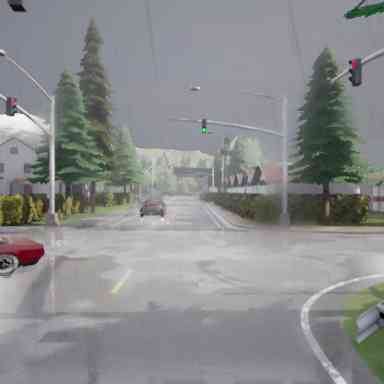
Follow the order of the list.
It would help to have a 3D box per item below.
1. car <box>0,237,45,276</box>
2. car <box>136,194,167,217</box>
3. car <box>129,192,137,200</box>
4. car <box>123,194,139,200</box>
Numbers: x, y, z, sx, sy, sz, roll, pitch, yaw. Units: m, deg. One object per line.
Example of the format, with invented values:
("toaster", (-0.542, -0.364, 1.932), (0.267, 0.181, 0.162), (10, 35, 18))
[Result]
("car", (-6.514, 1.655, 8.566), (4.718, 1.301, 1.895), (0, 0, -39))
("car", (-3.489, 1.315, 30.576), (2.097, 1.767, 4.553), (0, 0, 0))
("car", (-16.748, 1.049, 84.735), (3.866, 1.878, 1.905), (0, 0, 0))
("car", (-16.155, 1.332, 88.063), (3.806, 1.475, 1.970), (0, 0, 0))
